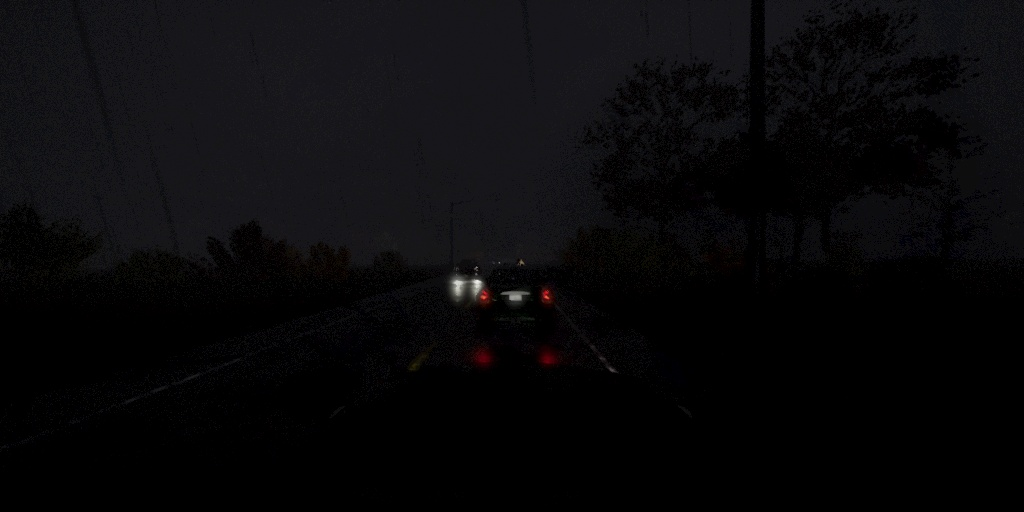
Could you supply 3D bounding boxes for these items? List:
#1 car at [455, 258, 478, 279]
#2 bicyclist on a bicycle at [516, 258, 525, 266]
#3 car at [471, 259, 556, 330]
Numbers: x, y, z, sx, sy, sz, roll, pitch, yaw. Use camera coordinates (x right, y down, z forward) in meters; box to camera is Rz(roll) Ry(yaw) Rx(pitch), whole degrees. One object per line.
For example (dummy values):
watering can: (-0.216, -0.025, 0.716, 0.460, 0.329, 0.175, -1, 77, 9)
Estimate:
car: (-3.657, 1.036, 31.069, 2.097, 1.767, 4.553, 0, 0, 0)
bicyclist on a bicycle: (0.874, 1.113, 34.461, 0.866, 1.612, 1.509, 0, 0, 0)
car: (0.097, 1.080, 11.177, 2.097, 1.767, 4.553, 0, 0, 0)
